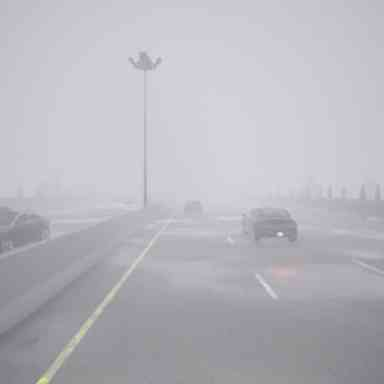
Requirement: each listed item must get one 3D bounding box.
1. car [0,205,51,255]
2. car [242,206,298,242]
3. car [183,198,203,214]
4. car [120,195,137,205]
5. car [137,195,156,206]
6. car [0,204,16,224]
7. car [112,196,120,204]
[{"bbox_3d":[-7.096,1.457,12.661,2.128,1.511,4.902,0,0,0],"label":"car"},{"bbox_3d":[3.604,1.461,15.998,1.837,1.490,4.892,0,0,0],"label":"car"},{"bbox_3d":[0.111,1.415,34.838,2.128,1.511,4.902,0,0,0],"label":"car"},{"bbox_3d":[-10.531,1.273,57.635,2.097,1.767,4.553,0,0,1],"label":"car"},{"bbox_3d":[-7.049,1.271,53.808,2.097,1.767,4.553,0,0,0],"label":"car"},{"bbox_3d":[-14.092,1.544,22.435,1.895,1.301,4.718,0,0,0],"label":"car"},{"bbox_3d":[-14.018,1.487,63.797,1.994,1.385,4.181,0,0,0],"label":"car"}]
